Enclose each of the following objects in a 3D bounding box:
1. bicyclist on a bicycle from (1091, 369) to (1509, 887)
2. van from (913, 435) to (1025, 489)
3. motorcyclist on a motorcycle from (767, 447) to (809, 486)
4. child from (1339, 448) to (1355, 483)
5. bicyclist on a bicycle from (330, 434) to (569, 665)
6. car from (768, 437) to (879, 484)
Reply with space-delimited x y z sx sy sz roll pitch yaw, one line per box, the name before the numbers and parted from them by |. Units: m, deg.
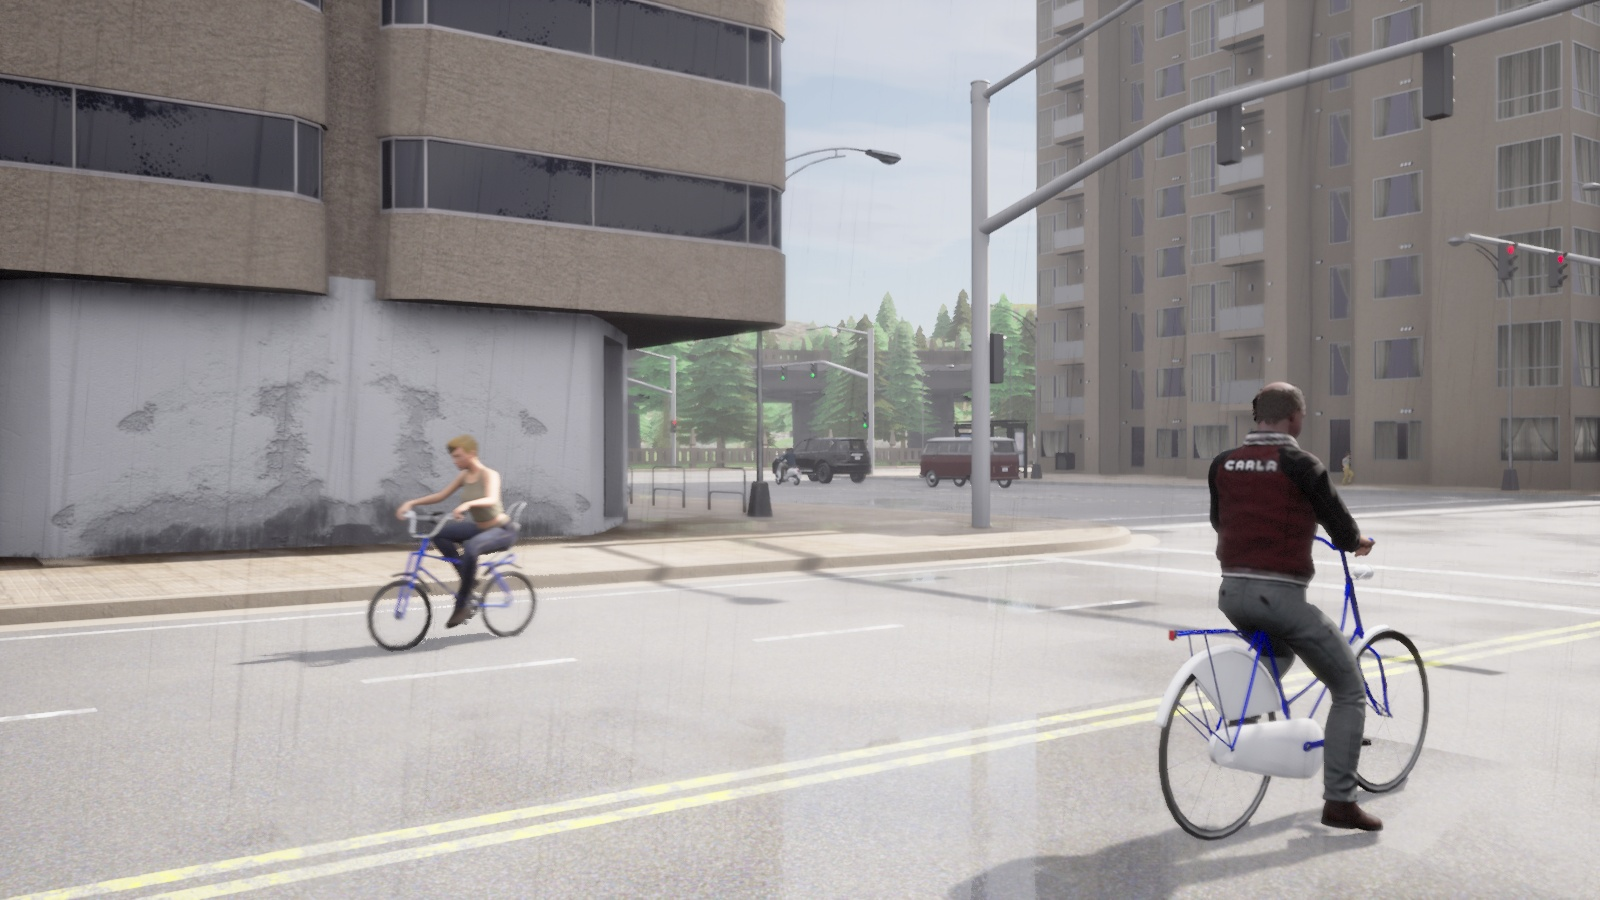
bicyclist on a bicycle | 2.074 0.603 5.104 1.843 1.776 0.659 -1 0 -35
van | 6.550 0.451 49.075 1.775 1.987 4.442 0 0 -35
motorcyclist on a motorcycle | -0.500 0.692 52.949 0.866 1.590 1.817 0 0 -35
child | 20.092 0.557 46.125 0.270 1.263 0.437 0 0 -34
bicyclist on a bicycle | -2.659 0.696 9.613 0.866 1.612 1.509 -1 -1 42
car | 0.977 0.448 56.907 2.150 2.045 5.566 0 0 -35
